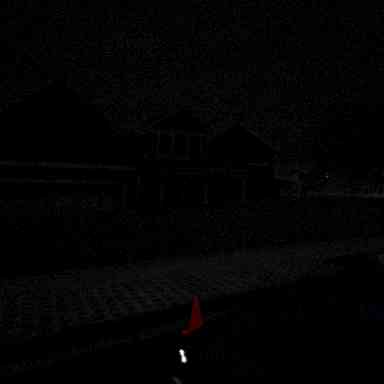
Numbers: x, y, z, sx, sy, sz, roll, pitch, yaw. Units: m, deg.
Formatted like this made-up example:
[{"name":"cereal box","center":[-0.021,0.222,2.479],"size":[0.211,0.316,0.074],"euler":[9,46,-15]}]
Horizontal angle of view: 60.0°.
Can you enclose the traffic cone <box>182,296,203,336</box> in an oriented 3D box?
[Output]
[{"name":"traffic cone","center":[0.069,1.936,5.226],"size":[0.340,0.580,0.340],"euler":[0,0,-33]}]

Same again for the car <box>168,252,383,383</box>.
[{"name":"car","center":[2.420,1.532,4.080],"size":[5.357,1.411,2.033],"euler":[0,0,-32]}]
